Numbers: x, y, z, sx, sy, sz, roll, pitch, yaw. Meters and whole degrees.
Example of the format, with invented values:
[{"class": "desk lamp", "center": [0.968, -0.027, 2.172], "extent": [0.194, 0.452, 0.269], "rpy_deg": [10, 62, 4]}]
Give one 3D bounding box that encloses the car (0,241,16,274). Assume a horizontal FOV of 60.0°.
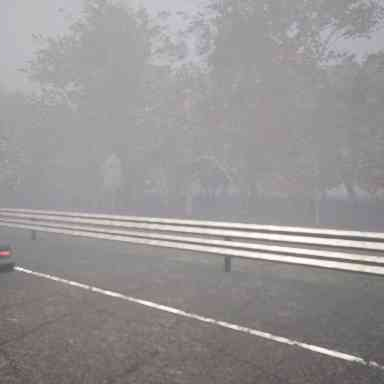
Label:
[{"class": "car", "center": [-6.791, 1.497, 8.799], "extent": [5.357, 1.411, 2.033], "rpy_deg": [0, 0, 35]}]
